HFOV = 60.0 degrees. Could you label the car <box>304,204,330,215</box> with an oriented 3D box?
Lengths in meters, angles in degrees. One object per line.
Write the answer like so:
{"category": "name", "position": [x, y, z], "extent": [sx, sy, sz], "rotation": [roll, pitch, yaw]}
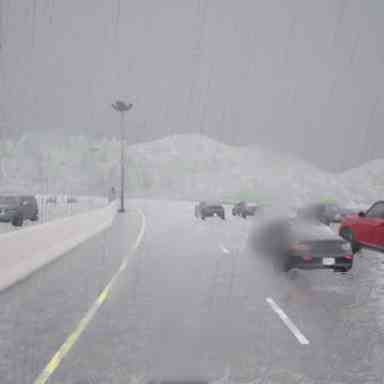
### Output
{"category": "car", "position": [9.118, 1.489, 22.658], "extent": [2.033, 1.411, 5.357], "rotation": [0, 0, -7]}

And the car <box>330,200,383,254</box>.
{"category": "car", "position": [6.711, 1.189, 10.215], "extent": [2.150, 2.045, 5.566], "rotation": [0, 0, -3]}

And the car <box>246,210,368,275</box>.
{"category": "car", "position": [3.175, 1.502, 10.338], "extent": [1.812, 1.442, 4.674], "rotation": [0, 0, -3]}

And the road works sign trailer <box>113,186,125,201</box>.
{"category": "road works sign trailer", "position": [-16.974, 0.386, 76.686], "extent": [2.380, 3.560, 2.880], "rotation": [0, 0, -26]}

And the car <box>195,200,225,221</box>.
{"category": "car", "position": [1.397, 1.458, 27.255], "extent": [1.837, 1.490, 4.892], "rotation": [0, 0, -8]}

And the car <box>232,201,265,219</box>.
{"category": "car", "position": [4.759, 1.470, 28.357], "extent": [1.812, 1.442, 4.674], "rotation": [0, 0, -9]}
